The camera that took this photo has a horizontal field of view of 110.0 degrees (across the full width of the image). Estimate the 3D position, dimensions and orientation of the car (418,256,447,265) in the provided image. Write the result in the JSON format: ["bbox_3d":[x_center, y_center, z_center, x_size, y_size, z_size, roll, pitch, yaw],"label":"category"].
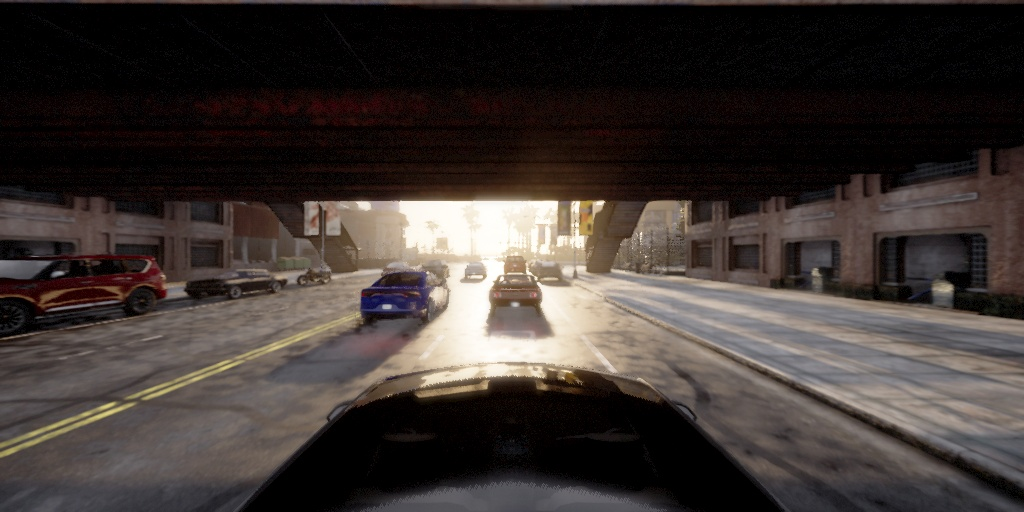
[{"bbox_3d":[-6.930,1.102,32.186,2.097,1.767,4.553,0,0,0],"label":"car"}]

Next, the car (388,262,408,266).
[{"bbox_3d":[-10.429,1.275,32.685,1.812,1.442,4.674,0,0,0],"label":"car"}]

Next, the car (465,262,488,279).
[{"bbox_3d":[-3.252,1.277,33.037,1.812,1.442,4.674,0,0,0],"label":"car"}]

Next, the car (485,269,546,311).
[{"bbox_3d":[0.140,1.351,14.334,1.895,1.301,4.718,0,0,0],"label":"car"}]

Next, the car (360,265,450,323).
[{"bbox_3d":[-3.375,1.228,12.204,1.882,1.535,5.008,0,0,0],"label":"car"}]

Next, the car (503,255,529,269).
[{"bbox_3d":[0.267,0.973,34.908,2.150,2.045,5.566,0,0,0],"label":"car"}]
